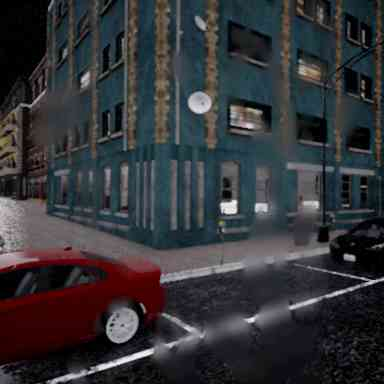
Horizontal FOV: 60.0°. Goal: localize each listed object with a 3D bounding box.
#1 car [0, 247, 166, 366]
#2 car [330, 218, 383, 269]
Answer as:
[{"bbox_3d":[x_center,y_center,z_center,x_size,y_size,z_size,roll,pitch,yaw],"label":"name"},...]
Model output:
[{"bbox_3d":[-2.533,1.546,4.744,4.507,1.381,1.887,0,0,-35],"label":"car"},{"bbox_3d":[6.460,1.583,11.159,4.313,1.339,1.947,0,0,-35],"label":"car"}]
